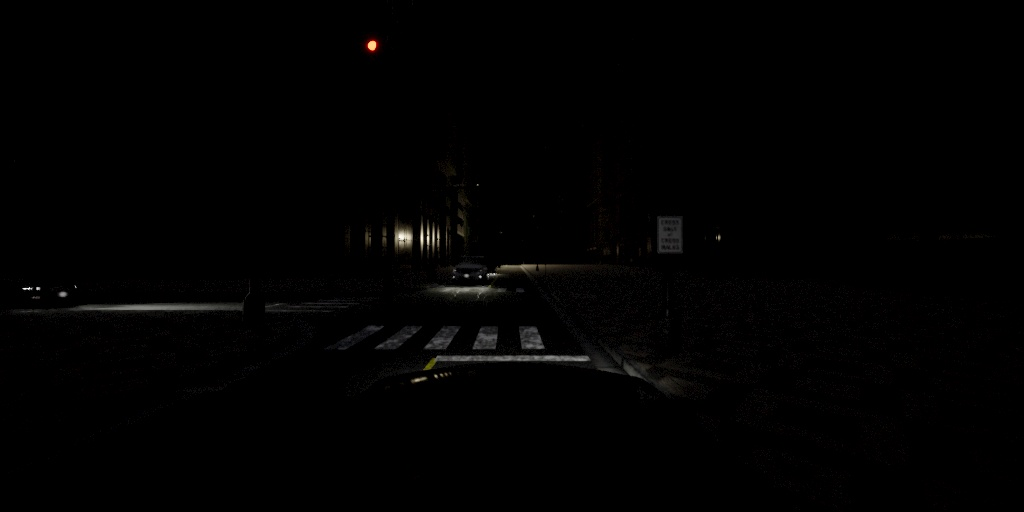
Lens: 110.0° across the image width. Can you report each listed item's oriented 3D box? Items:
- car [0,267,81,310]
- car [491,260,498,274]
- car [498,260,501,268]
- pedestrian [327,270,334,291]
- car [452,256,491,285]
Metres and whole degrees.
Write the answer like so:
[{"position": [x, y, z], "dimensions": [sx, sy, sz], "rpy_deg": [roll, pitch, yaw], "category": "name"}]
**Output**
[{"position": [-19.244, 1.167, 13.427], "dimensions": [4.902, 1.511, 2.128], "rpy_deg": [0, -1, 0], "category": "car"}, {"position": [-3.000, 1.358, 42.521], "dimensions": [1.994, 1.385, 4.181], "rpy_deg": [0, 0, 0], "category": "car"}, {"position": [-2.858, 1.430, 63.145], "dimensions": [2.033, 1.411, 5.357], "rpy_deg": [0, 0, 0], "category": "car"}, {"position": [-9.967, 0.972, 19.633], "dimensions": [0.375, 1.860, 0.375], "rpy_deg": [0, -1, 0], "category": "pedestrian"}, {"position": [-3.052, 0.980, 26.876], "dimensions": [2.150, 2.045, 5.566], "rpy_deg": [0, 0, 0], "category": "car"}]
